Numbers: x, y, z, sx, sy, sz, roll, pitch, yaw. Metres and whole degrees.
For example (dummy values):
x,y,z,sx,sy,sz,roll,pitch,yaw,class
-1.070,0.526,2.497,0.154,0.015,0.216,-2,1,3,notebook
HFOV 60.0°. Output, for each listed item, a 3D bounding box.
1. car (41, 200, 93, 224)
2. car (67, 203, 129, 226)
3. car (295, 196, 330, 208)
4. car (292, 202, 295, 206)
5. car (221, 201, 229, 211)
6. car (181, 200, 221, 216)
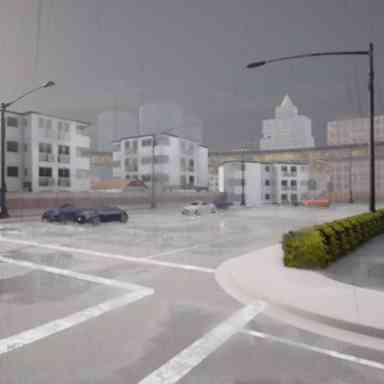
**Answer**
x,y,z,sx,sy,sz,roll,pitch,yaw,class
-9.842,1.579,27.189,2.097,1.767,4.553,-1,0,37,car
-6.859,1.758,25.339,1.994,1.385,4.181,-1,0,37,car
18.420,1.510,50.195,4.553,1.767,2.097,0,0,-20,car
18.664,1.823,54.044,4.718,1.301,1.895,0,0,-18,car
2.742,1.779,43.490,2.033,1.411,5.357,-1,0,40,car
0.785,1.724,35.363,1.812,1.442,4.674,-1,0,38,car
